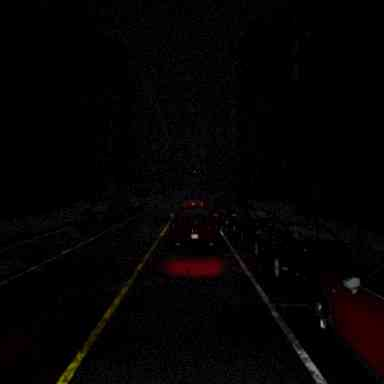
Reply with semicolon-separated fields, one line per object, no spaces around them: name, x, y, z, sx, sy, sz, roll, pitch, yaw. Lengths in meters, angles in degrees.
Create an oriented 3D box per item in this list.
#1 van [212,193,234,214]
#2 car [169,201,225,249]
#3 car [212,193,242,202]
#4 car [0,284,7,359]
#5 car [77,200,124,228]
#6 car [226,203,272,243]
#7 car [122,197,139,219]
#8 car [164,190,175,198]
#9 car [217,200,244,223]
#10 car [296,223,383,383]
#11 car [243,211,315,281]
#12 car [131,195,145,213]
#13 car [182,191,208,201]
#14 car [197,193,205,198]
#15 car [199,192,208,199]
van;2.866;1.048;31.399;1.690;1.788;3.998;0;1;0
car;0.094;1.347;13.908;1.882;1.535;5.008;0;1;0
car;2.865;1.073;25.875;2.192;1.841;5.009;0;1;0
car;-3.100;1.459;1.830;1.882;1.535;5.008;0;1;0
car;-5.663;1.391;20.348;1.802;1.307;4.206;0;1;0
car;2.862;1.411;14.830;2.008;1.369;4.403;0;1;0
car;-5.661;1.324;25.873;1.947;1.339;4.313;0;1;0
car;-6.177;0.674;86.419;1.967;1.590;4.097;0;0;-1
car;2.863;1.375;20.354;1.947;1.339;4.313;0;1;0
car;2.859;1.403;3.783;1.967;1.590;4.097;0;1;0
car;2.861;1.463;9.307;2.008;1.369;4.403;0;1;0
car;-5.660;1.147;31.396;1.967;1.590;4.097;0;1;0
car;0.106;1.057;31.599;2.097;1.767;4.553;0;0;0
car;2.347;0.814;86.596;1.802;1.307;4.206;0;0;-1
car;2.592;0.766;75.288;1.967;1.590;4.097;0;0;-1
